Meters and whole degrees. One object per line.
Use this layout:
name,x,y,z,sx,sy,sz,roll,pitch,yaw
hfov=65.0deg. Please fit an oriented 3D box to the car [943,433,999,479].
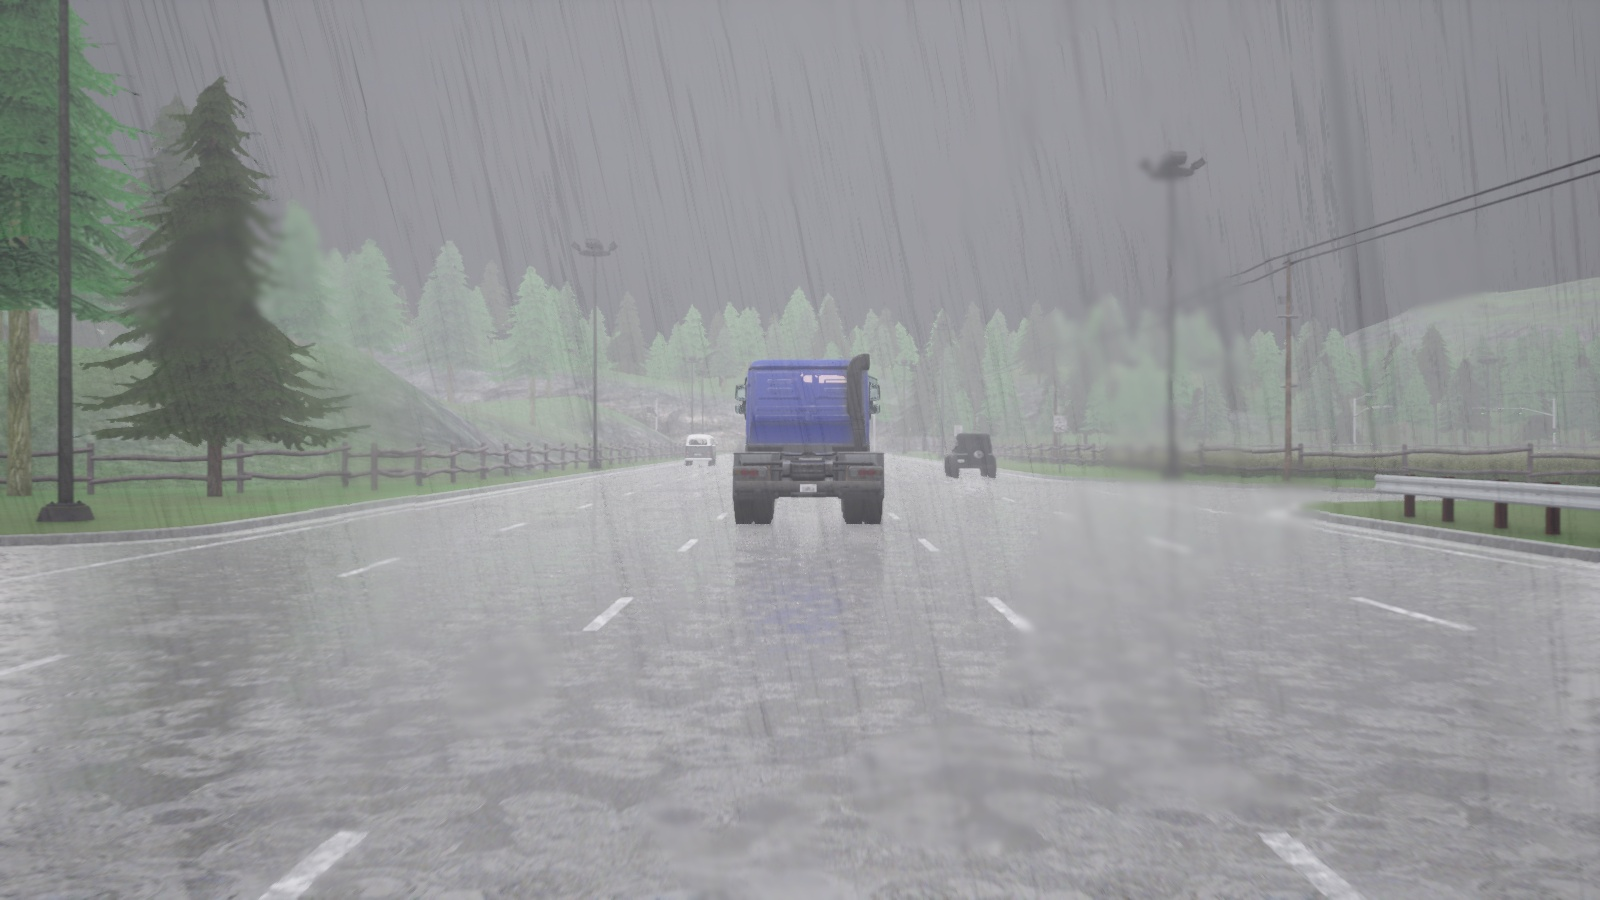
car,7.321,0.242,54.201,1.905,1.878,3.866,0,0,0

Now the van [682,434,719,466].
van,-6.518,-0.002,82.783,2.069,2.038,4.480,0,0,0

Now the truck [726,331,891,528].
truck,0.163,-0.382,25.996,2.891,3.462,7.936,0,0,0
